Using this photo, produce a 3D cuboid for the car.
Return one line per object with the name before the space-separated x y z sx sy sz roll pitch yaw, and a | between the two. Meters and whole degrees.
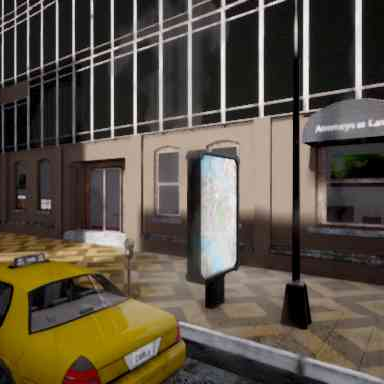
car | -2.352 1.523 4.537 4.829 1.417 1.752 0 0 35
